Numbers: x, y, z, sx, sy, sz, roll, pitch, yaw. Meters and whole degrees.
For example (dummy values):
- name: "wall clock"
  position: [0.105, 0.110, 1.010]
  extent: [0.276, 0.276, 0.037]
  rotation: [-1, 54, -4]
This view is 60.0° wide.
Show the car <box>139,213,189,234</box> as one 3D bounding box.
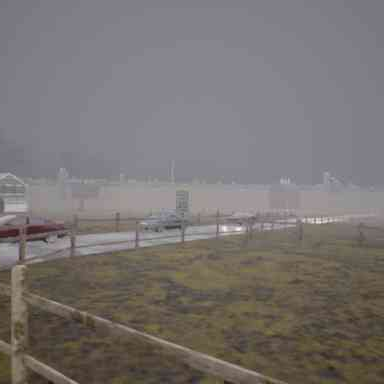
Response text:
- name: "car"
  position: [-2.196, 2.391, 26.284]
  extent: [2.128, 1.511, 4.902]
  rotation: [1, -2, 35]

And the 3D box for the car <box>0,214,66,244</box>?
- name: "car"
  position: [-8.935, 1.879, 16.777]
  extent: [1.882, 1.535, 5.008]
  rotation: [1, -2, 39]

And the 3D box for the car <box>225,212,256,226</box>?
- name: "car"
  position: [5.547, 2.964, 37.462]
  extent: [1.882, 1.535, 5.008]
  rotation: [1, -2, 35]

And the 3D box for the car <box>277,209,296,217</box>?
- name: "car"
  position: [14.241, 3.292, 49.861]
  extent: [1.812, 1.442, 4.674]
  rotation: [1, -2, 35]
